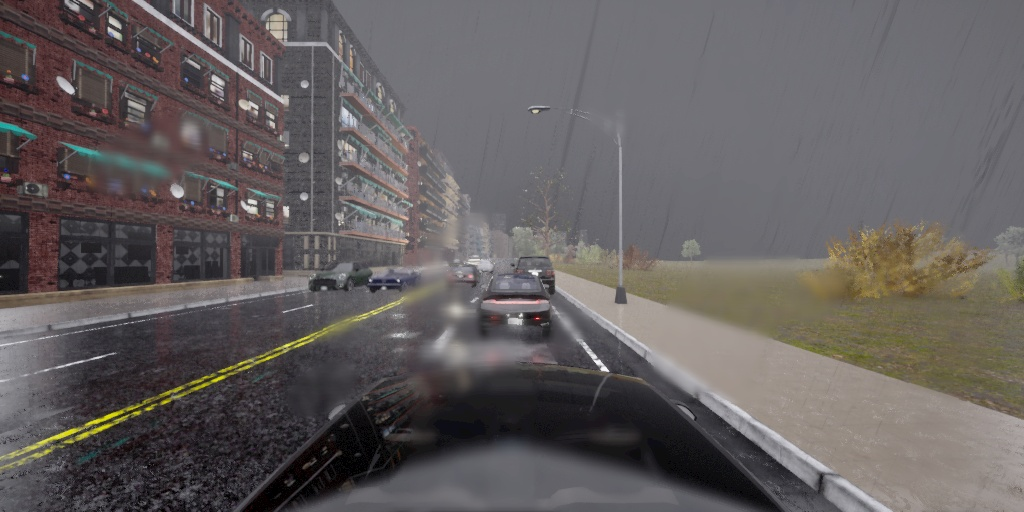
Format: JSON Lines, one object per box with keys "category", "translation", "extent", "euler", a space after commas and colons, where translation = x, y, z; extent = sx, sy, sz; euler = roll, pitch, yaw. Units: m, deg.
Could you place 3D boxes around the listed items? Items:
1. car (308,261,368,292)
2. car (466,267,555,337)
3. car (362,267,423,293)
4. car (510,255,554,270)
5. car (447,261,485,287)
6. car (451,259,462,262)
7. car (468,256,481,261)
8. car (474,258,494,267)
{"category": "car", "translation": [-9.864, 1.104, 21.056], "extent": [2.097, 1.767, 4.553], "euler": [0, 0, 0]}
{"category": "car", "translation": [0.094, 1.243, 10.329], "extent": [2.128, 1.511, 4.902], "euler": [0, 0, 0]}
{"category": "car", "translation": [-6.612, 1.353, 20.714], "extent": [1.895, 1.301, 4.718], "euler": [0, 0, 0]}
{"category": "car", "translation": [1.125, 0.977, 20.199], "extent": [2.150, 2.045, 5.566], "euler": [0, 0, 0]}
{"category": "car", "translation": [-3.160, 1.299, 24.333], "extent": [2.033, 1.411, 5.357], "euler": [0, 0, -1]}
{"category": "car", "translation": [-9.848, 1.227, 63.647], "extent": [1.882, 1.535, 5.008], "euler": [0, 0, 0]}
{"category": "car", "translation": [-6.598, 0.969, 63.779], "extent": [2.150, 2.045, 5.566], "euler": [0, 0, 0]}
{"category": "car", "translation": [-3.176, 1.277, 42.981], "extent": [1.812, 1.442, 4.674], "euler": [0, 0, 0]}
